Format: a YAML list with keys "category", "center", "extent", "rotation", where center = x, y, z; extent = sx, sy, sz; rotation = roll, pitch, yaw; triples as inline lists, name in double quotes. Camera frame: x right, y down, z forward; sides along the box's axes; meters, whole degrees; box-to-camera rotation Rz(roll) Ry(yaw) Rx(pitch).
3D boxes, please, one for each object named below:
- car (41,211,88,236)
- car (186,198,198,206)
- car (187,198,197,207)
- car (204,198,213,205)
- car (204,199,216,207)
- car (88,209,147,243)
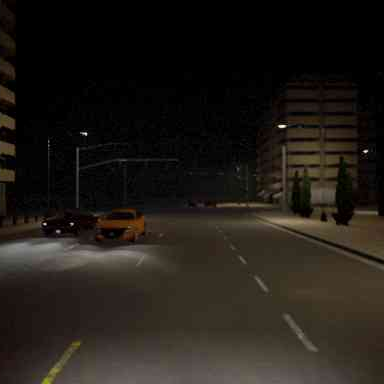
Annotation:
- category: "car"
  center: [-7.047, 1.789, 19.731]
  extent: [1.895, 1.301, 4.718]
  rotation: [0, -1, 1]
- category: "car"
  center: [0.080, 2.160, 73.422]
  extent: [2.128, 1.511, 4.902]
  rotation: [0, -1, 5]
- category: "car"
  center: [0.010, 2.203, 63.455]
  extent: [1.895, 1.301, 4.718]
  rotation: [0, -1, 0]
- category: "car"
  center: [3.579, 2.165, 73.393]
  extent: [1.812, 1.442, 4.674]
  rotation: [0, -1, 5]
- category: "car"
  center: [3.510, 2.076, 63.019]
  extent: [1.882, 1.535, 5.008]
  rotation: [0, -1, 0]
- category: "car"
  center: [-3.562, 1.643, 17.352]
  extent: [1.882, 1.535, 5.008]
  rotation: [0, -1, 0]
